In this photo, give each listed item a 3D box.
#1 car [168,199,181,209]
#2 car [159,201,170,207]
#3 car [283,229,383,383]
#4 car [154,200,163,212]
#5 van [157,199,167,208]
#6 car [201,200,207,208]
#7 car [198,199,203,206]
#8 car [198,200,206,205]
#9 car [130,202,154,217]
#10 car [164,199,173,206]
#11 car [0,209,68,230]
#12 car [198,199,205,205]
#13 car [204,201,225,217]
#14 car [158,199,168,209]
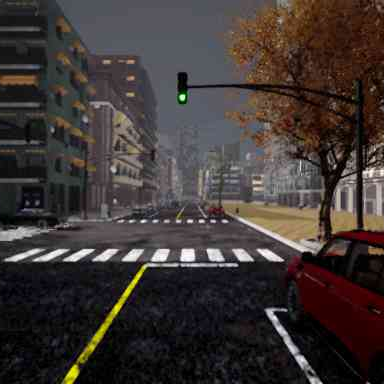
[{"bbox_3d":[-3.054,2.311,61.145,1.837,1.490,4.892,0,0,0],"label":"car"},{"bbox_3d":[-5.750,2.493,69.728,1.802,1.307,4.206,0,-1,0],"label":"car"},{"bbox_3d":[2.689,1.368,4.160,2.192,1.841,5.009,0,-1,0],"label":"car"},{"bbox_3d":[-5.731,2.162,47.600,2.008,1.369,4.403,0,-1,0],"label":"car"},{"bbox_3d":[-5.745,2.177,64.200,1.690,1.788,3.998,0,-1,0],"label":"van"},{"bbox_3d":[2.649,2.139,47.778,1.752,1.417,4.829,0,-1,0],"label":"car"},{"bbox_3d":[2.635,2.418,64.203,1.802,1.307,4.206,0,-1,0],"label":"car"},{"bbox_3d":[2.615,2.687,86.333,1.887,1.381,4.507,0,-1,0],"label":"car"},{"bbox_3d":[-5.721,2.015,36.535,2.008,1.369,4.403,0,-1,0],"label":"car"},{"bbox_3d":[-5.760,2.504,80.795,1.967,1.590,4.097,0,-1,0],"label":"car"},{"bbox_3d":[-10.950,1.774,22.192,4.718,1.301,1.895,2,-1,-1],"label":"car"},{"bbox_3d":[2.610,2.772,91.865,2.008,1.369,4.403,0,-1,0],"label":"car"},{"bbox_3d":[2.660,2.009,36.543,1.887,1.381,4.507,0,-1,0],"label":"car"},{"bbox_3d":[-5.740,2.201,58.666,1.967,1.590,4.097,0,-1,0],"label":"car"}]
